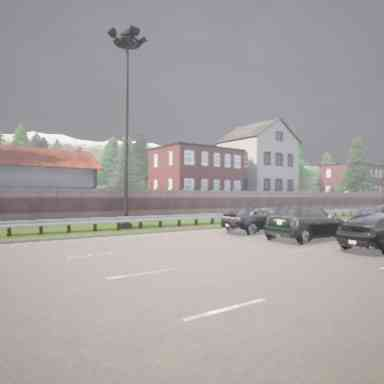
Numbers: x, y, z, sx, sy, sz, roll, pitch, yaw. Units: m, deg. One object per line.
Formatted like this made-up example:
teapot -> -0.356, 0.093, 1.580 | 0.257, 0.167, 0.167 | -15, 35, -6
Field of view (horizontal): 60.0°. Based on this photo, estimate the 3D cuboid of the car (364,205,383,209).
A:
car -> 15.867, 1.819, 28.089 | 5.357, 1.411, 2.033 | 1, 0, -35

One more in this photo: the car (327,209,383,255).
car -> 7.984, 1.642, 13.860 | 4.892, 1.490, 1.837 | 0, 0, -35

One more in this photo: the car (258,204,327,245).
car -> 5.770, 1.483, 16.582 | 4.553, 1.767, 2.097 | 1, -1, -35

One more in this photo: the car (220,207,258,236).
car -> 3.905, 1.627, 19.549 | 4.902, 1.511, 2.128 | 1, 0, -35
